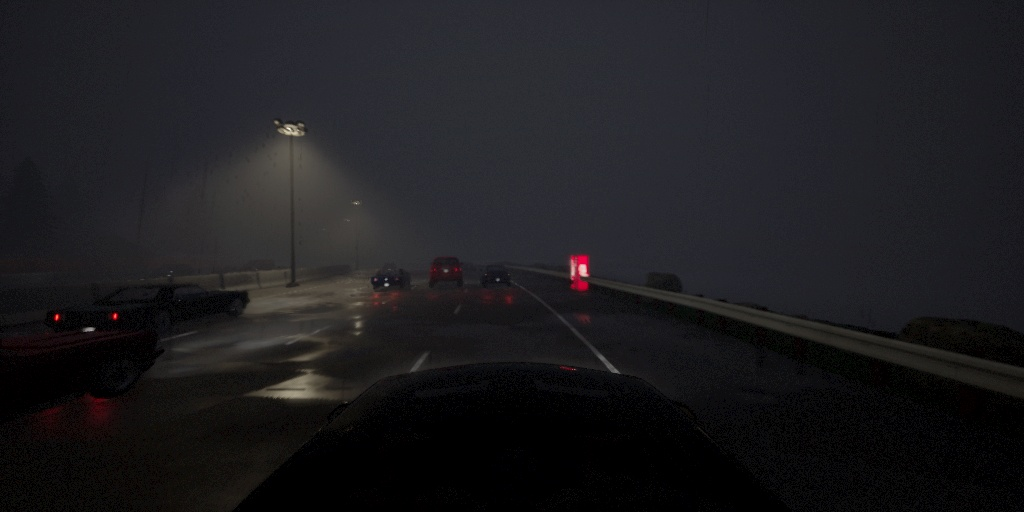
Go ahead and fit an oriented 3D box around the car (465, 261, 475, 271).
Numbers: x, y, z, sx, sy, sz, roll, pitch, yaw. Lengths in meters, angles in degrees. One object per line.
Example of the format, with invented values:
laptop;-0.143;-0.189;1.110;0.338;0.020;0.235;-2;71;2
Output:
car;-6.408;1.431;50.255;1.994;1.385;4.181;-1;0;-17

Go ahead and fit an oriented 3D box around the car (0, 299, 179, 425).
car;-6.657;1.445;3.759;1.895;1.301;4.718;-1;0;-1

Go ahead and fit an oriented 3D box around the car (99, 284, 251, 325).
car;-10.337;1.501;10.881;1.895;1.301;4.718;-1;0;-4

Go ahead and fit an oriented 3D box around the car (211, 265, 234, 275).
car;-33.530;1.806;42.443;1.994;1.385;4.181;-1;0;-15

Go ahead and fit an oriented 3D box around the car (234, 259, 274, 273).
car;-29.884;1.411;42.332;2.150;2.045;5.566;-1;0;-14

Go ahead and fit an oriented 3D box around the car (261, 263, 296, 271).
car;-25.724;1.733;40.240;1.895;1.301;4.718;-1;0;-14

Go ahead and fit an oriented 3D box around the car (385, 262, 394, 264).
car;-18.414;1.602;53.816;1.994;1.385;4.181;-1;0;-19

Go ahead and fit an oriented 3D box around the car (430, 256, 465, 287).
car;-4.692;1.051;25.823;2.150;2.045;5.566;0;0;-9

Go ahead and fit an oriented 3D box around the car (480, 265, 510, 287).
car;-1.220;1.306;24.801;1.812;1.442;4.674;0;0;-8

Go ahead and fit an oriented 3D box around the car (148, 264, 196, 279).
car;-36.000;1.627;38.081;2.097;1.767;4.553;-1;0;-14

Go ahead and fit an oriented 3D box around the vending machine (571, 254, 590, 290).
vending machine;4.075;0.900;21.324;1.100;2.100;0.880;0;0;-6

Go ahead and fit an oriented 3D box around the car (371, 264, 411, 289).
car;-8.046;1.476;24.334;1.895;1.301;4.718;-1;0;-8
